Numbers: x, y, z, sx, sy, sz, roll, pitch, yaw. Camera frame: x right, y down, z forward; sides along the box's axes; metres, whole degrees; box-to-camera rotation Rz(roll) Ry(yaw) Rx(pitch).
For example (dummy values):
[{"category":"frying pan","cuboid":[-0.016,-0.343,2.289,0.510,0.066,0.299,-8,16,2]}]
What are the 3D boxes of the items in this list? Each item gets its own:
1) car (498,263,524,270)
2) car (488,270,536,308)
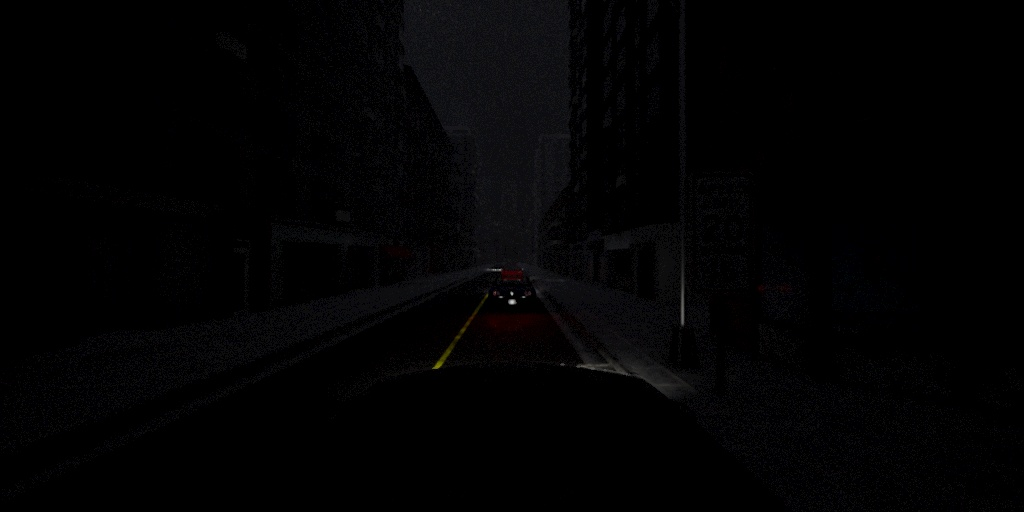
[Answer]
[{"category":"car","cuboid":[0.017,1.520,31.320,1.882,1.535,5.008,0,0,0]},{"category":"car","cuboid":[0.007,1.487,15.958,1.895,1.301,4.718,0,-1,0]}]
